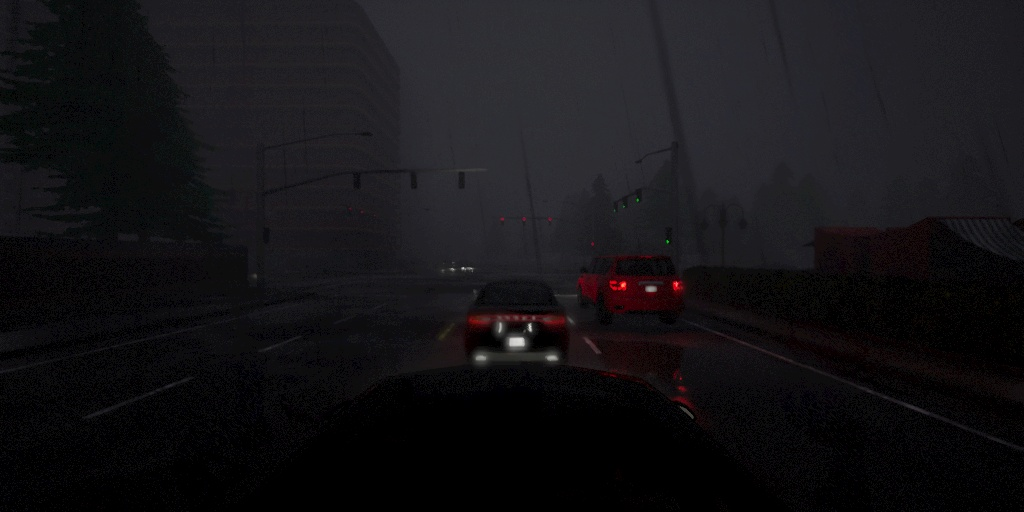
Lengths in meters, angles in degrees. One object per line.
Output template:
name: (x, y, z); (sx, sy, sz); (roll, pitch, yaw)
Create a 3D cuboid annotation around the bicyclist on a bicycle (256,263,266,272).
bicyclist on a bicycle: (-28.508, 1.048, 40.728); (0.582, 1.620, 1.656); (0, 0, 1)

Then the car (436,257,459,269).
car: (-10.195, 1.021, 55.073); (2.097, 1.767, 4.553); (0, 0, -25)

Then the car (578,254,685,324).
car: (3.642, 0.955, 12.001); (2.150, 2.045, 5.566); (0, 0, 1)

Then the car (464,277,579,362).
car: (0.098, 1.218, 8.186); (1.882, 1.535, 5.008); (0, 0, 0)

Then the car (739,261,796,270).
car: (25.053, 1.231, 35.265); (5.008, 1.535, 1.882); (0, 0, 1)

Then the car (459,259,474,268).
car: (-7.666, 1.229, 57.914); (1.994, 1.385, 4.181); (0, 0, -27)
